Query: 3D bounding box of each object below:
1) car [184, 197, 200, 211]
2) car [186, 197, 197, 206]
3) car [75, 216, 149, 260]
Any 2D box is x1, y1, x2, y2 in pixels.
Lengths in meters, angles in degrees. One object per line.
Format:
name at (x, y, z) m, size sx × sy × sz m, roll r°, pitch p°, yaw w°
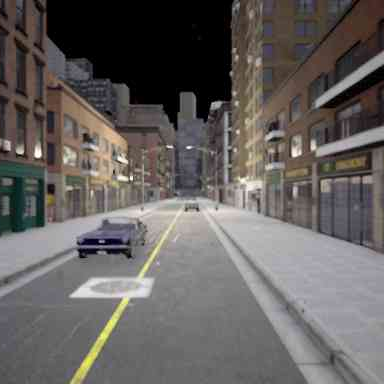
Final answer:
car at (0.006, 1.715, 43.358) m, size 2.033 × 1.411 × 5.357 m, roll 0°, pitch 0°, yaw 0°
car at (-0.053, 1.749, 63.550) m, size 2.128 × 1.511 × 4.902 m, roll 0°, pitch 0°, yaw 0°
car at (-2.875, 1.648, 12.836) m, size 1.895 × 1.301 × 4.718 m, roll 0°, pitch 0°, yaw 0°
